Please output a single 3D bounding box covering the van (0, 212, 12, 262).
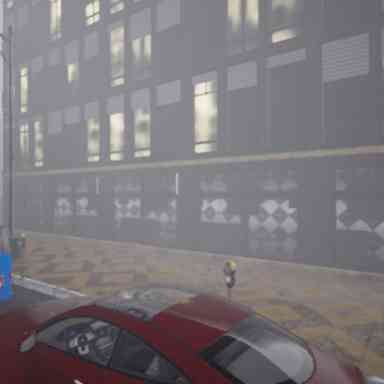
[{"bbox_3d":[-5.184,1.346,6.534,3.998,1.788,1.690,0,0,35],"label":"van"}]

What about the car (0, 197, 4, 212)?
[{"bbox_3d":[-15.078,1.372,28.646,2.192,1.841,5.009,-1,-1,35],"label":"car"}]

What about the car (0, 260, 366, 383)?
[{"bbox_3d":[-0.552,1.583,3.231,4.206,1.307,1.802,0,0,35],"label":"car"}]
